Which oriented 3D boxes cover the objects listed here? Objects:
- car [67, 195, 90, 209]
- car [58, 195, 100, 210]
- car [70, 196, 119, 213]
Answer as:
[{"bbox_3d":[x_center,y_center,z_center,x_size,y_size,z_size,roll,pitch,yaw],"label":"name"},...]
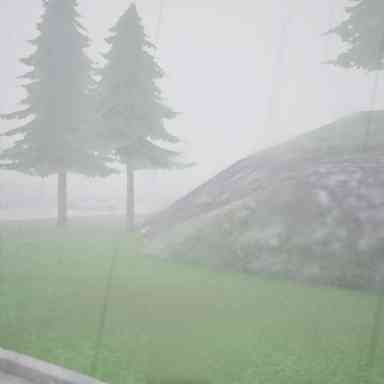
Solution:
[{"bbox_3d":[-11.885,1.387,38.837,4.892,1.490,1.837,0,0,-44],"label":"car"},{"bbox_3d":[-14.073,1.223,41.587,4.553,1.767,2.097,0,0,-44],"label":"car"},{"bbox_3d":[-10.143,1.420,35.642,4.674,1.442,1.812,0,0,-44],"label":"car"}]
